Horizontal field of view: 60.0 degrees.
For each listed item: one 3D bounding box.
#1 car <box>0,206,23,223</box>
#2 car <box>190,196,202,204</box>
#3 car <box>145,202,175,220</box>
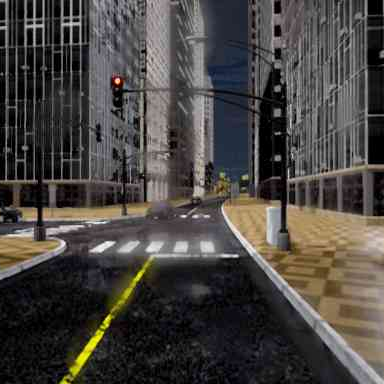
[{"bbox_3d":[-16.564,1.867,28.040,4.403,1.369,2.008,-1,1,10],"label":"car"},{"bbox_3d":[0.764,1.493,60.983,2.128,1.511,4.902,0,1,7],"label":"car"},{"bbox_3d":[-2.610,1.568,28.747,2.033,1.411,5.357,0,0,4],"label":"car"}]
